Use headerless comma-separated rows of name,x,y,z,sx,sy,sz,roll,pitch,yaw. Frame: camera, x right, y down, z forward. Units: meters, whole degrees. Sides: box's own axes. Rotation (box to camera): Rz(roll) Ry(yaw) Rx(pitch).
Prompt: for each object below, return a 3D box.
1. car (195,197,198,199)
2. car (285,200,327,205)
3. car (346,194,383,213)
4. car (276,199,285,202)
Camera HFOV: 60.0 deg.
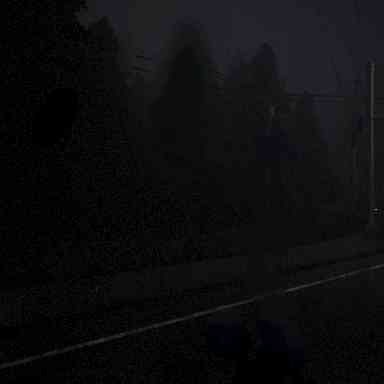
car,-0.118,1.599,65.234,4.718,1.301,1.895,0,0,27
car,15.228,1.546,43.871,2.033,1.411,5.357,0,0,-27
car,18.032,1.220,34.012,2.150,2.045,5.566,0,0,-6
car,15.473,1.220,50.474,2.150,2.045,5.566,0,0,-36
